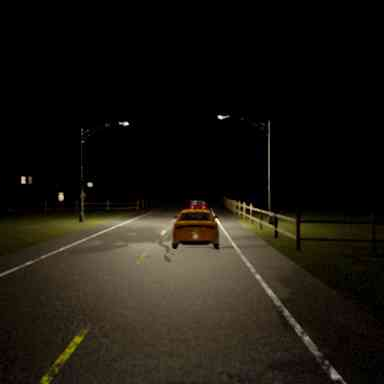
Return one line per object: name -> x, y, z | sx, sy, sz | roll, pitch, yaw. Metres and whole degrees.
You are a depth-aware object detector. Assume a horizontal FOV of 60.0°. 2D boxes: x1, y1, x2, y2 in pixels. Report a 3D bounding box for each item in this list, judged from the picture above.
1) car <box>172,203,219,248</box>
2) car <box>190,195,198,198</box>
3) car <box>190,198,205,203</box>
car -> 0.168, 1.513, 15.002 | 1.882, 1.535, 5.008 | 0, 0, 1
car -> 0.498, 1.597, 90.082 | 1.882, 1.535, 5.008 | 0, 0, 5
car -> 0.736, 1.675, 38.057 | 1.895, 1.301, 4.718 | 0, 0, 2
